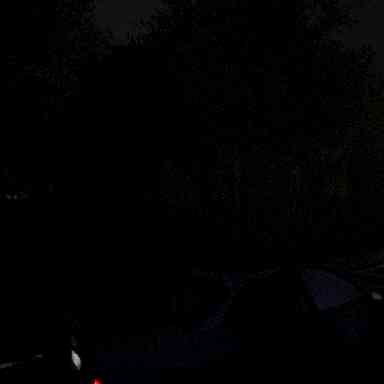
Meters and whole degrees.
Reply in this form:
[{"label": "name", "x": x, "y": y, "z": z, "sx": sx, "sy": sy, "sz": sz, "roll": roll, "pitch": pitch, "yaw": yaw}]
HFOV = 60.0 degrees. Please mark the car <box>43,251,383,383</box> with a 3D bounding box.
[{"label": "car", "x": 0.997, "y": 1.548, "z": 4.448, "sx": 5.357, "sy": 1.411, "sz": 2.033, "roll": 0, "pitch": 0, "yaw": -35}]
